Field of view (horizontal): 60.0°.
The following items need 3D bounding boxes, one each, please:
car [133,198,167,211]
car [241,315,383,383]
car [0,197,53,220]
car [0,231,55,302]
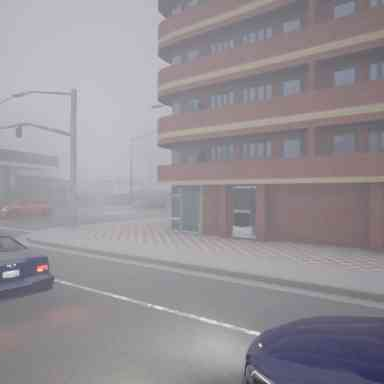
[{"bbox_3d":[-5.185,1.525,41.416,2.128,1.511,4.902,0,0,34],"label":"car"},{"bbox_3d":[2.581,1.536,2.152,4.674,1.442,1.812,0,0,35],"label":"car"},{"bbox_3d":[-14.215,1.350,28.082,2.097,1.767,4.553,0,0,34],"label":"car"},{"bbox_3d":[-5.269,1.545,7.650,5.357,1.411,2.033,0,0,38],"label":"car"}]
